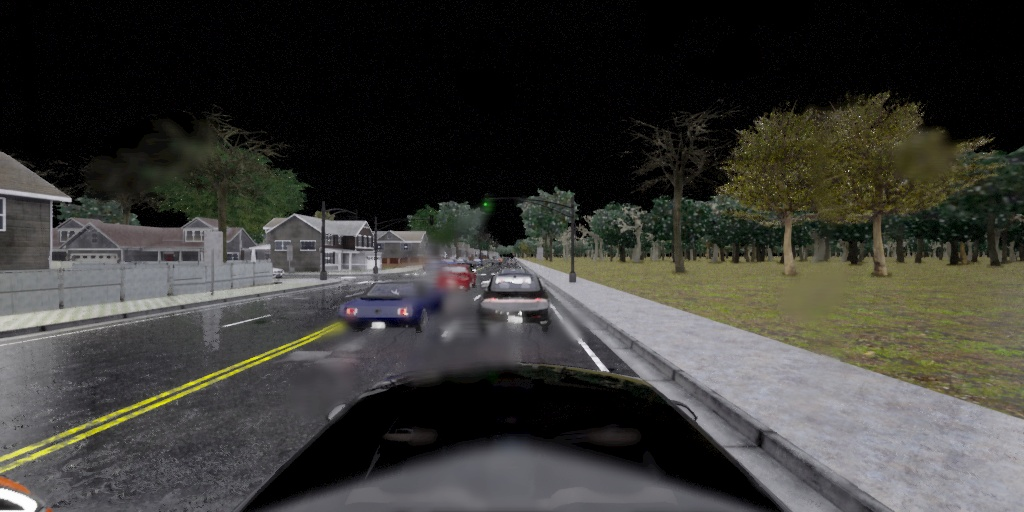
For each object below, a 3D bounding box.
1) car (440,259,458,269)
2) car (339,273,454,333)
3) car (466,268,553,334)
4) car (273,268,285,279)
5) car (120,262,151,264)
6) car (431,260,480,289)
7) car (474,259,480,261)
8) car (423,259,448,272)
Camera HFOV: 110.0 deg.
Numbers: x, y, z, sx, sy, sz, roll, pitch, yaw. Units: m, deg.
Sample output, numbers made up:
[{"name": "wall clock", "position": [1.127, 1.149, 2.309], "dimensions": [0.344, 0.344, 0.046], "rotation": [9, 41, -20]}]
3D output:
[{"name": "car", "position": [-9.895, 1.214, 56.421], "dimensions": [1.882, 1.535, 5.008], "rotation": [0, 0, 0]}, {"name": "car", "position": [-3.155, 1.352, 10.718], "dimensions": [1.895, 1.301, 4.718], "rotation": [0, 0, 0]}, {"name": "car", "position": [0.087, 1.243, 10.604], "dimensions": [2.128, 1.511, 4.902], "rotation": [0, 0, 0]}, {"name": "car", "position": [-22.528, 1.308, 31.418], "dimensions": [4.674, 1.442, 1.812], "rotation": [0, 0, 0]}, {"name": "car", "position": [-32.682, 1.291, 31.441], "dimensions": [4.902, 1.511, 2.128], "rotation": [0, 0, 0]}, {"name": "car", "position": [-3.201, 1.229, 21.193], "dimensions": [1.882, 1.535, 5.008], "rotation": [0, 0, -1]}, {"name": "car", "position": [-6.647, 1.338, 56.041], "dimensions": [1.895, 1.301, 4.718], "rotation": [0, 0, 0]}, {"name": "car", "position": [-9.876, 1.270, 46.060], "dimensions": [1.812, 1.442, 4.674], "rotation": [0, 0, 0]}]
